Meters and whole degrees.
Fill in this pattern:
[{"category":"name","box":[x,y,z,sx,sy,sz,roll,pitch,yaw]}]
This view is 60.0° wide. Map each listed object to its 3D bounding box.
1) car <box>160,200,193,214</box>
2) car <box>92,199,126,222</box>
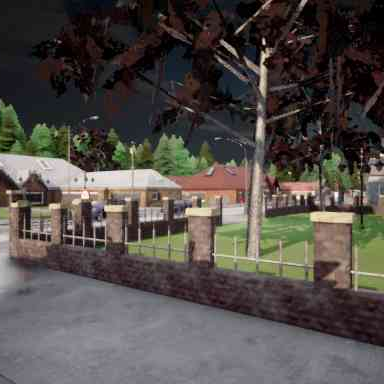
[{"category":"car","box":[-1.016,1.554,35.193,2.033,1.411,5.357,0,0,36]},{"category":"car","box":[-6.967,1.358,26.883,2.097,1.767,4.553,0,0,36]}]
